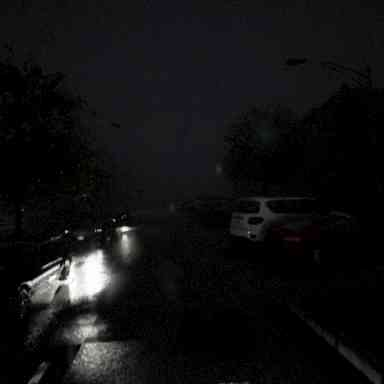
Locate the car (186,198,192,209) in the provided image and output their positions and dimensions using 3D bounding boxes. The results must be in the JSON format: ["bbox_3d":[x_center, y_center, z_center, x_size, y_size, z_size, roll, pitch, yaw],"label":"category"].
[{"bbox_3d":[2.172,1.746,37.903,4.674,1.452,2.002,-1,-1,-25],"label":"car"}]

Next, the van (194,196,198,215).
[{"bbox_3d":[2.826,1.385,28.809,4.442,1.987,1.878,0,0,-25],"label":"van"}]

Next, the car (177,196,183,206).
[{"bbox_3d":[1.053,1.586,49.923,5.566,2.045,2.435,0,0,-26],"label":"car"}]

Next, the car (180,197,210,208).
[{"bbox_3d":[0.500,1.815,55.970,4.553,1.767,2.185,1,-3,-26],"label":"car"}]

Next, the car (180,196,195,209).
[{"bbox_3d":[1.534,1.799,47.002,5.366,1.575,1.946,0,-1,-25],"label":"car"}]

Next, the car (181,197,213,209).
[{"bbox_3d":[0.751,1.745,52.957,4.553,1.767,2.185,0,-1,-26],"label":"car"}]

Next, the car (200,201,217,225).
[{"bbox_3d":[3.426,1.547,22.830,4.892,1.521,2.231,0,-1,-25],"label":"car"}]

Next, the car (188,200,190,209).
[{"bbox_3d":[2.440,1.714,34.887,4.674,1.452,2.002,0,0,-25],"label":"car"}]

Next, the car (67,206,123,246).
[{"bbox_3d":[-4.967,1.723,16.619,2.128,1.511,4.902,-1,0,-5],"label":"car"}]

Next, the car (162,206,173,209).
[{"bbox_3d":[-4.719,3.801,71.105,1.895,1.301,4.718,-4,-8,16],"label":"car"}]

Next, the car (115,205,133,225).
[{"bbox_3d":[-5.946,1.824,27.133,1.882,1.535,5.008,-1,-1,-5],"label":"car"}]

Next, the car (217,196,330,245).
[{"bbox_3d":[4.199,1.198,13.813,5.566,2.045,2.435,0,-1,-25],"label":"car"}]

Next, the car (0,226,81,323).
[{"bbox_3d":[-4.108,1.733,7.471,1.895,1.301,4.718,-1,0,-5],"label":"car"}]

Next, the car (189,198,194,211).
[{"bbox_3d":[2.854,1.637,31.951,5.366,1.575,1.946,-1,-1,-25],"label":"car"}]

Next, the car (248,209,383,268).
[{"bbox_3d":[4.436,1.457,10.786,4.674,1.452,2.002,0,-1,-25],"label":"car"}]

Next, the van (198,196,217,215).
[{"bbox_3d":[3.078,1.353,25.791,4.442,1.987,1.878,0,0,-25],"label":"van"}]
